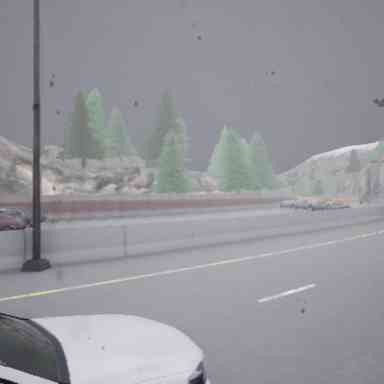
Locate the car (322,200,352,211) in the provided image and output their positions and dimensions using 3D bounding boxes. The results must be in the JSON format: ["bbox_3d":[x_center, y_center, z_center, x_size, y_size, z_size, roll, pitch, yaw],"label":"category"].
[{"bbox_3d":[17.678,1.863,39.830,1.837,1.490,4.892,-1,-1,40],"label":"car"}]

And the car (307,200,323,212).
[{"bbox_3d":[17.991,1.930,45.833,1.837,1.490,4.892,-1,-1,38],"label":"car"}]

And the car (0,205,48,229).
[{"bbox_3d":[-13.540,1.838,24.513,5.008,1.535,1.882,0,-1,-37],"label":"car"}]

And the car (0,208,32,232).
[{"bbox_3d":[-11.295,1.793,17.486,4.674,1.442,1.812,0,-1,-36],"label":"car"}]

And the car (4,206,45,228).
[{"bbox_3d":[-12.313,1.819,21.071,4.892,1.490,1.837,0,-1,-37],"label":"car"}]

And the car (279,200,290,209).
[{"bbox_3d":[15.902,2.064,54.760,1.812,1.442,4.674,-1,-1,36],"label":"car"}]

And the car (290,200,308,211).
[{"bbox_3d":[17.048,1.985,50.342,1.837,1.490,4.892,-1,0,37],"label":"car"}]

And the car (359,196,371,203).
[{"bbox_3d":[39.185,1.847,75.340,2.150,2.045,5.566,-1,-1,23],"label":"car"}]

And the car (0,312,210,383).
[{"bbox_3d":[-1.972,1.567,2.268,4.674,1.442,1.812,0,-1,-36],"label":"car"}]
